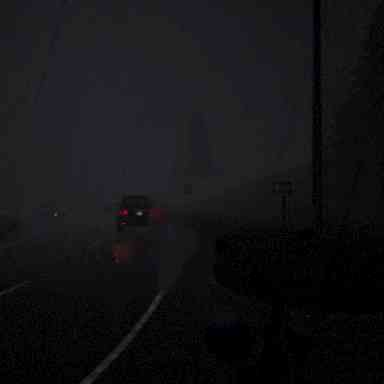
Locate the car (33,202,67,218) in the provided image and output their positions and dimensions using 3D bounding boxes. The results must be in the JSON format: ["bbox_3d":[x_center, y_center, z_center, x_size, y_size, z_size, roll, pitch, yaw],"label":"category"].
[{"bbox_3d":[-12.676,1.561,29.468,1.895,1.301,4.718,0,0,-37],"label":"car"}]

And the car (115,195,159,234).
[{"bbox_3d":[-3.238,1.171,19.335,2.150,2.045,5.566,0,0,-13],"label":"car"}]
